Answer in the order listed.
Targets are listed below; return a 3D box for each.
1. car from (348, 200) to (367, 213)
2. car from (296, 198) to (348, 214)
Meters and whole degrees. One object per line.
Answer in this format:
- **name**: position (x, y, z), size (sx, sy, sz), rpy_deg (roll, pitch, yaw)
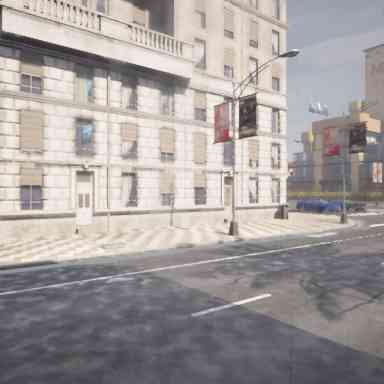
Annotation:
- **car**: position (17.142, 1.478, 37.764), size (1.882, 1.535, 5.008), rpy_deg (0, 0, -36)
- **car**: position (13.805, 1.478, 36.279), size (1.882, 1.535, 5.008), rpy_deg (0, 0, -36)
